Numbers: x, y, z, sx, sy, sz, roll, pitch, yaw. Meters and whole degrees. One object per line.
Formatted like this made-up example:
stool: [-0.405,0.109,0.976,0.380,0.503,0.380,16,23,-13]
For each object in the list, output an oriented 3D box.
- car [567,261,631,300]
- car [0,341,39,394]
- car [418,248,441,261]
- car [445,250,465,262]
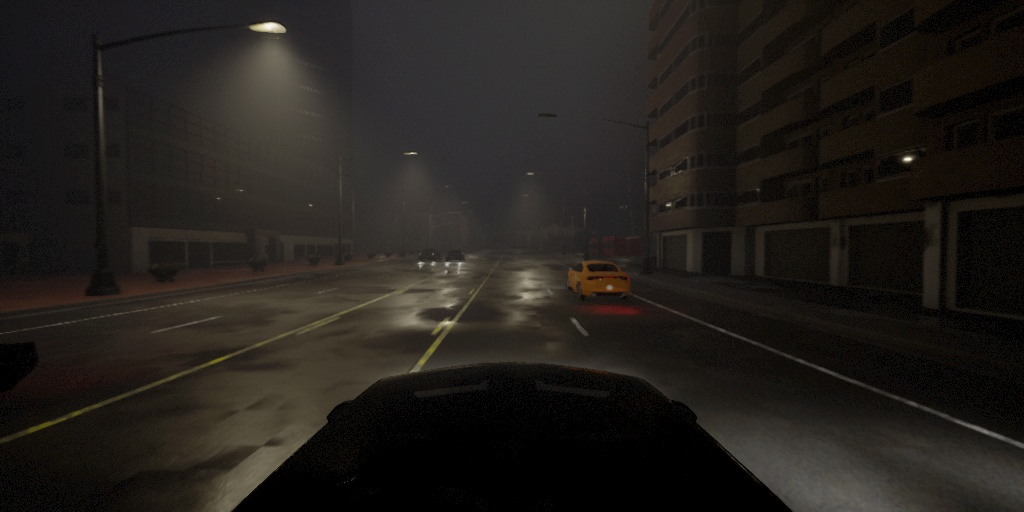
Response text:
car: [3.604,0.934,15.683,1.882,1.535,5.008,0,2,0]
car: [-7.100,1.337,2.378,1.895,1.301,4.718,0,1,0]
car: [-10.547,-0.261,46.143,2.097,1.767,4.553,0,2,0]
car: [-7.050,-0.039,44.782,1.812,1.442,4.674,0,2,0]
